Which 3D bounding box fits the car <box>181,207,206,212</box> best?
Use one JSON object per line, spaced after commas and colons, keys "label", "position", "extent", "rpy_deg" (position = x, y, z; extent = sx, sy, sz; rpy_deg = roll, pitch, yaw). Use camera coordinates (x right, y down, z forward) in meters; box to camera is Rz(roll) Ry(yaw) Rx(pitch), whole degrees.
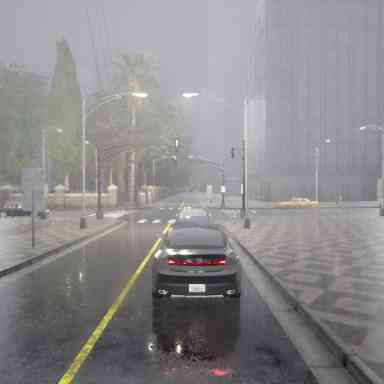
{"label": "car", "position": [0.075, 1.527, 18.206], "extent": [2.033, 1.411, 5.357], "rpy_deg": [0, 0, 1]}

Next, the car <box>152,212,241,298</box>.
{"label": "car", "position": [0.093, 1.500, 8.475], "extent": [1.837, 1.490, 4.892], "rpy_deg": [0, 0, 0]}

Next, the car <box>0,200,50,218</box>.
{"label": "car", "position": [-14.960, 1.592, 29.492], "extent": [4.403, 1.369, 2.008], "rpy_deg": [0, 1, 0]}

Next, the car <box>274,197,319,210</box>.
{"label": "car", "position": [11.893, 1.292, 37.883], "extent": [4.829, 1.417, 1.752], "rpy_deg": [-1, 1, 0]}

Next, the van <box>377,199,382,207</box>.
{"label": "van", "position": [23.301, 0.986, 37.822], "extent": [3.998, 1.788, 1.690], "rpy_deg": [-1, 1, 0]}

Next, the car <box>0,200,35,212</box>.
{"label": "car", "position": [-20.453, 1.587, 38.046], "extent": [4.206, 1.307, 1.802], "rpy_deg": [0, 1, 0]}
